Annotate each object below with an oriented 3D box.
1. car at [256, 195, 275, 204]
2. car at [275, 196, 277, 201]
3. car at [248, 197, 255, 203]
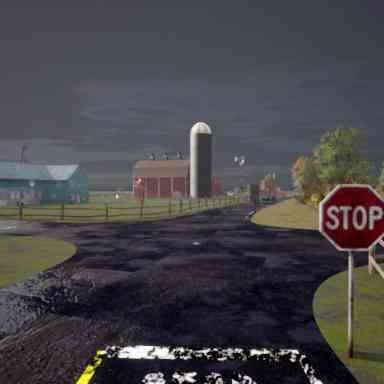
[{"bbox_3d":[13.965,1.497,62.980,2.128,1.511,4.902,0,0,19],"label":"car"},{"bbox_3d":[17.359,1.423,72.835,1.994,1.385,4.181,0,0,19],"label":"car"},{"bbox_3d":[12.724,1.493,67.821,2.128,1.511,4.902,0,0,19],"label":"car"}]
